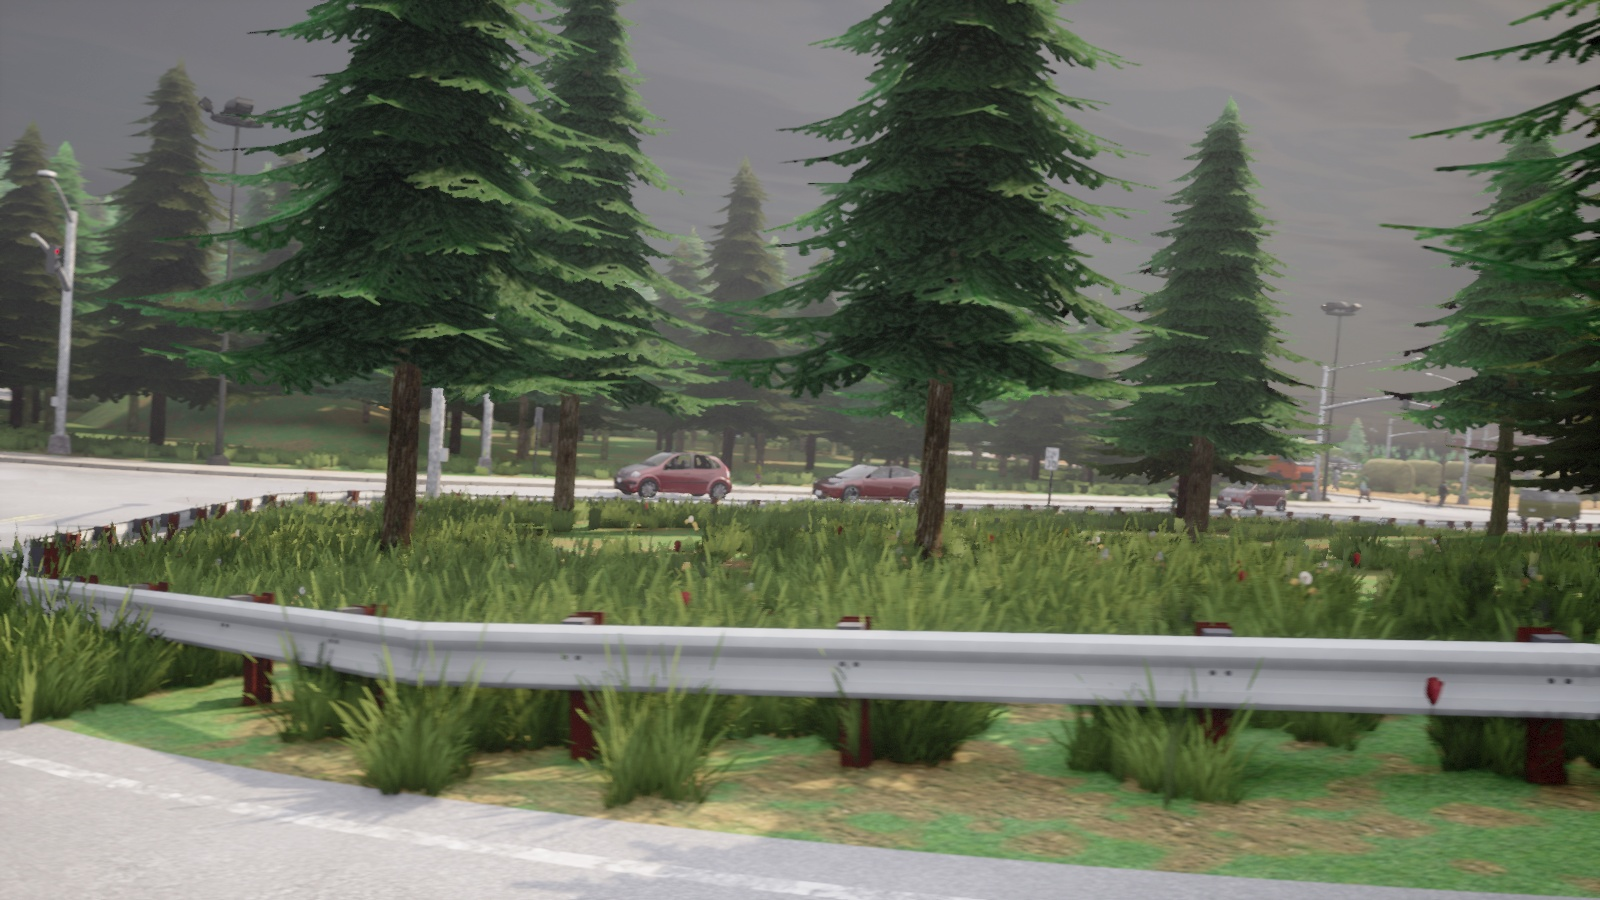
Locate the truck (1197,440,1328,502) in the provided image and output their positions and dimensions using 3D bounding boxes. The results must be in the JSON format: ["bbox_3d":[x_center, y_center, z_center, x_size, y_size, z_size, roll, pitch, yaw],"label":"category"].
[{"bbox_3d":[31.443,1.370,85.667,2.891,3.462,7.936,3,2,-34],"label":"truck"}]

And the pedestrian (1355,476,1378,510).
[{"bbox_3d":[34.241,2.583,75.919,0.873,1.952,0.659,4,2,-18],"label":"pedestrian"}]

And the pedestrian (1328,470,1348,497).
[{"bbox_3d":[39.014,2.414,91.064,0.874,1.855,0.900,3,2,-38],"label":"pedestrian"}]

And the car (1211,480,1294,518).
[{"bbox_3d":[21.806,2.380,60.484,3.705,1.549,1.789,3,2,-35],"label":"car"}]

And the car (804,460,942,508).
[{"bbox_3d":[2.798,1.304,47.715,4.792,1.488,2.163,3,2,-33],"label":"car"}]

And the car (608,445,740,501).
[{"bbox_3d":[-4.323,0.783,43.161,3.988,1.617,1.851,3,2,-32],"label":"car"}]

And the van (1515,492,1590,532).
[{"bbox_3d":[42.145,3.474,70.315,4.442,1.987,1.775,3,2,-35],"label":"van"}]

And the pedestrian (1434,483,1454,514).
[{"bbox_3d":[40.848,3.099,79.663,0.849,1.883,0.563,4,2,-22],"label":"pedestrian"}]
